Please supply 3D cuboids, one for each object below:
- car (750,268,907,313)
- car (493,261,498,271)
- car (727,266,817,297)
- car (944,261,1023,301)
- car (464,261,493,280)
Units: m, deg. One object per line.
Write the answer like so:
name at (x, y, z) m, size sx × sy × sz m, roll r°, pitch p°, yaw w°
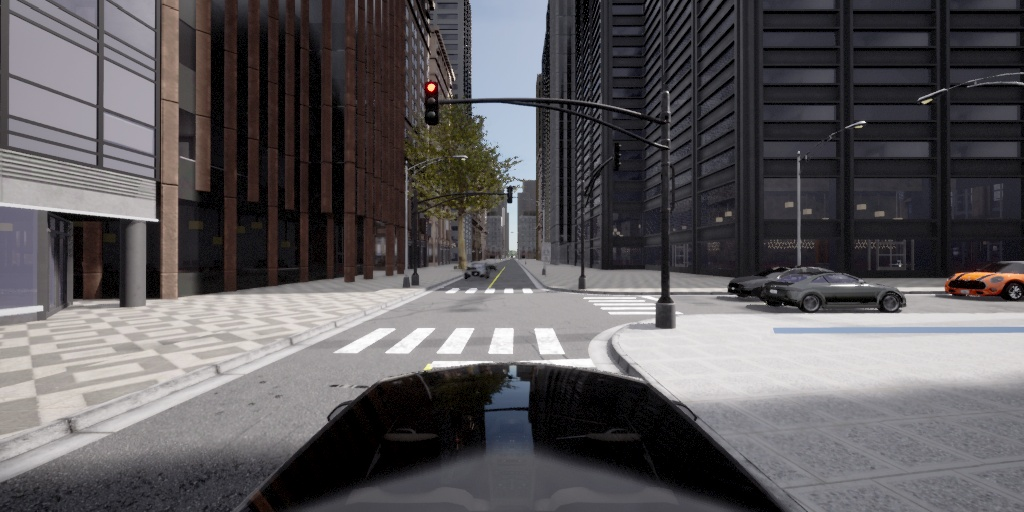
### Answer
car at (11.556, 1.257, 13.090) m, size 4.181 × 1.385 × 1.994 m, roll 0°, pitch 0°, yaw 0°
car at (-2.959, 1.378, 48.327) m, size 1.895 × 1.301 × 4.718 m, roll 0°, pitch 0°, yaw 0°
car at (12.413, 1.207, 16.191) m, size 4.892 × 1.490 × 1.837 m, roll 0°, pitch 0°, yaw 0°
car at (22.696, 1.016, 16.186) m, size 4.553 × 1.767 × 2.097 m, roll 0°, pitch 0°, yaw 0°
car at (-3.014, 1.319, 31.655) m, size 1.994 × 1.385 × 4.181 m, roll 0°, pitch 0°, yaw 0°
